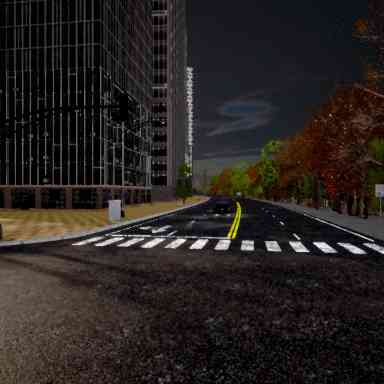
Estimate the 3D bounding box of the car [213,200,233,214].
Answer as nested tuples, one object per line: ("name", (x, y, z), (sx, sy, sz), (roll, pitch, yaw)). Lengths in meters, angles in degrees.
("car", (3.327, 1.575, 35.388), (1.994, 1.385, 4.181), (0, 0, 9))
